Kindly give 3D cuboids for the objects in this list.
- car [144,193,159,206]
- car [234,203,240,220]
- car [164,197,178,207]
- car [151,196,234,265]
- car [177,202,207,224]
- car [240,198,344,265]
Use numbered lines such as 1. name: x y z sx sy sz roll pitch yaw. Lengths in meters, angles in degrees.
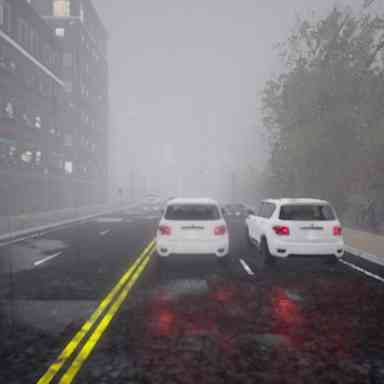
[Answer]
1. car: -6.531 1.238 54.999 2.150 2.045 5.566 0 0 1
2. car: 3.277 1.549 25.797 2.033 1.411 5.357 0 0 0
3. car: -3.300 1.539 53.100 1.812 1.442 4.674 0 0 1
4. car: 0.035 1.223 11.858 2.150 2.045 5.566 0 0 0
5. car: 0.026 1.549 25.784 2.033 1.411 5.357 0 0 0
6. car: 3.286 1.223 11.765 2.150 2.045 5.566 0 0 0
